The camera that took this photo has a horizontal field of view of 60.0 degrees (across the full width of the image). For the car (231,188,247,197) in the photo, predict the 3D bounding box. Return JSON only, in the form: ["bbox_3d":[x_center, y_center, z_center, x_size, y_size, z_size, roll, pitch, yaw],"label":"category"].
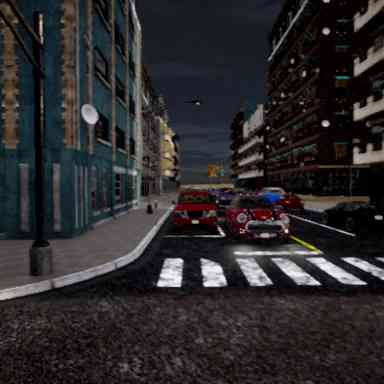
[{"bbox_3d":[7.781,0.122,55.200,2.008,1.369,4.403,0,1,0],"label":"car"}]

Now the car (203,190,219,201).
[{"bbox_3d":[2.467,0.458,44.176,1.895,1.301,4.718,0,1,0],"label":"car"}]

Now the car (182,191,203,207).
[{"bbox_3d":[0.026,0.683,32.954,1.887,1.381,4.507,0,1,0],"label":"car"}]

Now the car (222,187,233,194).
[{"bbox_3d":[7.687,-0.297,71.850,1.887,1.381,4.507,0,1,0],"label":"car"}]

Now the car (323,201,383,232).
[{"bbox_3d":[8.000,1.089,16.348,1.947,1.339,4.313,0,1,0],"label":"car"}]

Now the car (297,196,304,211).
[{"bbox_3d":[7.937,0.834,27.449,1.802,1.307,4.206,0,1,0],"label":"car"}]

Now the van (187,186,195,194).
[{"bbox_3d":[-0.193,-0.478,71.801,1.690,1.788,3.998,0,1,0],"label":"van"}]

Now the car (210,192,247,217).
[{"bbox_3d":[2.540,0.839,24.137,2.128,1.511,4.902,0,1,0],"label":"car"}]

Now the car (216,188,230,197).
[{"bbox_3d":[5.263,0.051,56.483,1.837,1.490,4.892,0,1,0],"label":"car"}]

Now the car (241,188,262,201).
[{"bbox_3d":[7.844,0.284,44.096,1.967,1.590,4.097,0,1,0],"label":"car"}]

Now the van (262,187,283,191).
[{"bbox_3d":[7.906,0.457,32.994,1.690,1.788,3.998,0,1,0],"label":"van"}]

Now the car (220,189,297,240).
[{"bbox_3d":[2.626,0.939,14.297,2.097,1.767,4.553,0,1,-1],"label":"car"}]

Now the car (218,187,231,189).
[{"bbox_3d":[2.489,0.594,34.142,2.128,1.511,4.902,0,1,0],"label":"car"}]

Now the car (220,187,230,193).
[{"bbox_3d":[7.656,-0.435,77.401,1.887,1.381,4.507,0,1,0],"label":"car"}]

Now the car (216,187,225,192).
[{"bbox_3d":[7.593,-0.707,88.501,2.008,1.369,4.403,0,1,0],"label":"car"}]

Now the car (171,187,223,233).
[{"bbox_3d":[0.119,0.860,16.298,2.192,1.841,5.009,0,1,0],"label":"car"}]

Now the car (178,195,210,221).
[{"bbox_3d":[0.088,0.955,21.854,1.887,1.381,4.507,0,1,0],"label":"car"}]
